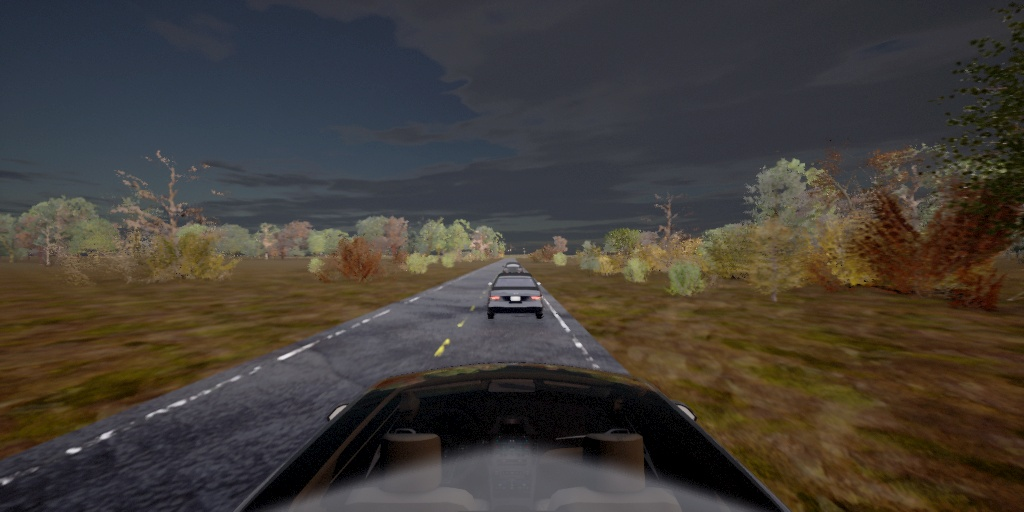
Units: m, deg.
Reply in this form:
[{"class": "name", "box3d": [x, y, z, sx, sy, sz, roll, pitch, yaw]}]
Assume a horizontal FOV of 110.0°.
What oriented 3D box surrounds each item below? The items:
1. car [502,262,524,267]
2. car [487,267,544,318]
[{"class": "car", "box3d": [0.098, 1.274, 32.513, 1.812, 1.442, 4.674, 0, 0, 0]}, {"class": "car", "box3d": [0.100, 1.297, 13.019, 2.033, 1.411, 5.357, 0, 0, 0]}]
